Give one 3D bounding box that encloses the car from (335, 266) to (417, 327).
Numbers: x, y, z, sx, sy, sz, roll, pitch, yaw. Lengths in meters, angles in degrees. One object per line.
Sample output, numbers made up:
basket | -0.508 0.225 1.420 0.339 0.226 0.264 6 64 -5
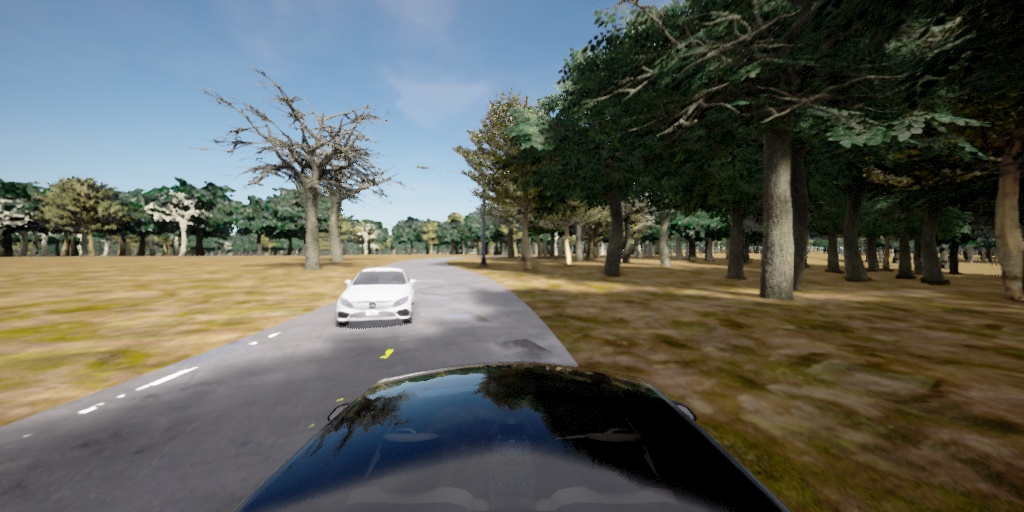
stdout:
car | -3.897 1.053 10.855 1.812 1.442 4.674 0 1 -14
